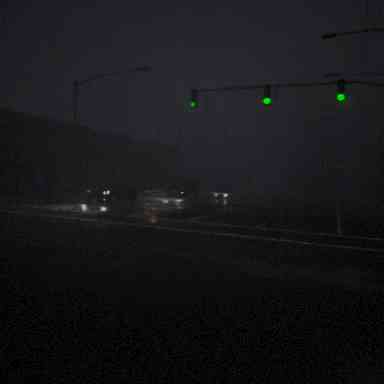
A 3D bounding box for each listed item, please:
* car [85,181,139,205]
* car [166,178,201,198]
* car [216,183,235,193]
[{"bbox_3d":[-6.003,-0.046,25.440,2.097,1.767,4.553,3,3,23],"label":"car"},{"bbox_3d":[-0.833,-0.532,37.352,2.150,2.045,5.566,3,3,23],"label":"car"},{"bbox_3d":[5.291,-0.655,51.367,1.837,1.490,4.892,3,2,24],"label":"car"}]
